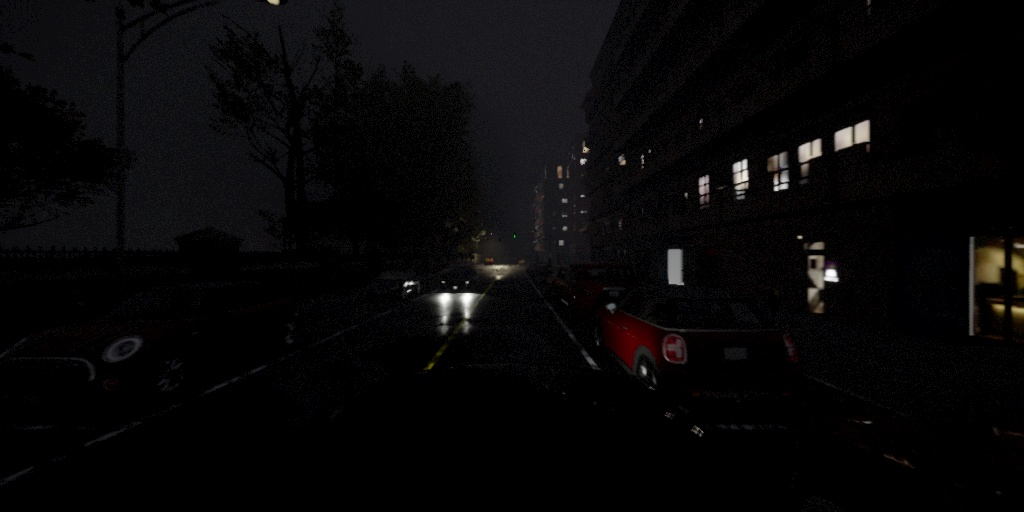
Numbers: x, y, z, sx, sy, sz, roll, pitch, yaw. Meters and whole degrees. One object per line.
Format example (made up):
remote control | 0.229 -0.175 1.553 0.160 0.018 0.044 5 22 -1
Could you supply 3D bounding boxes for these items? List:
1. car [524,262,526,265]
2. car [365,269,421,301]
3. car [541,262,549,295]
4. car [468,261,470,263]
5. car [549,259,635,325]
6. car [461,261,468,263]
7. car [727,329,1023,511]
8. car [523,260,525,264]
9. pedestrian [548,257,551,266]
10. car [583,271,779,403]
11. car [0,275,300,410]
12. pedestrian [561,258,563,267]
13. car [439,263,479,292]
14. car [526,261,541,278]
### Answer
car | 2.710 1.406 40.031 1.948 1.339 4.313 0 0 0
car | -5.681 1.335 17.514 2.007 1.370 4.403 0 0 0
car | 2.699 1.224 17.511 1.967 1.591 4.097 0 0 0
car | -5.670 1.392 40.034 2.007 1.370 4.403 0 0 0
car | 2.696 1.086 11.880 2.192 1.841 5.009 0 0 0
car | -5.674 1.352 34.234 1.751 1.417 4.829 0 0 0
car | 2.690 1.292 0.620 1.888 1.381 4.507 0 0 0
car | 2.712 1.383 45.832 1.751 1.417 4.829 0 0 0
pedestrian | 6.163 1.043 59.048 0.375 1.860 0.375 0 0 0
car | 2.694 1.199 6.250 1.967 1.591 4.097 0 0 0
car | -5.687 1.200 6.252 1.967 1.591 4.097 0 0 0
pedestrian | 8.163 1.268 58.448 0.375 1.860 0.375 0 0 0
car | -3.094 1.343 22.179 2.033 1.411 5.357 0 0 0
car | 2.707 1.265 34.401 1.967 1.591 4.097 0 0 0
